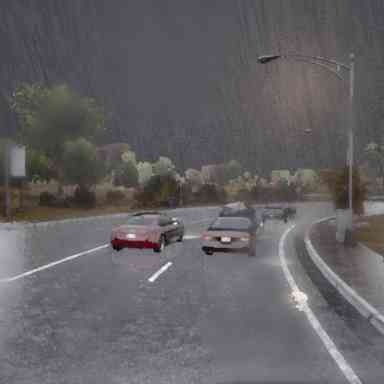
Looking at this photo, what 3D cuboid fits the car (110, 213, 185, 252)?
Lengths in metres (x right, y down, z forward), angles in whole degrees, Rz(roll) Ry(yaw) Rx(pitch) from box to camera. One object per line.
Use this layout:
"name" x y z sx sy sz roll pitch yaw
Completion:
"car" -1.675 1.545 13.871 1.994 1.385 4.181 0 0 15

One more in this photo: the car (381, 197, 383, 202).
"car" 39.327 1.219 64.687 4.553 1.767 2.097 -1 2 -37

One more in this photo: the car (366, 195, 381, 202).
"car" 37.212 1.351 67.480 4.181 1.385 1.994 -1 2 -37

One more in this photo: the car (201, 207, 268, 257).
"car" 1.712 1.556 12.989 2.033 1.411 5.357 0 0 15

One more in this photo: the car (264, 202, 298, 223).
"car" 6.814 1.503 25.606 2.128 1.511 4.902 1 0 29

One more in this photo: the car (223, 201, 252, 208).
"car" 3.765 1.501 27.324 1.812 1.442 4.674 1 0 29
